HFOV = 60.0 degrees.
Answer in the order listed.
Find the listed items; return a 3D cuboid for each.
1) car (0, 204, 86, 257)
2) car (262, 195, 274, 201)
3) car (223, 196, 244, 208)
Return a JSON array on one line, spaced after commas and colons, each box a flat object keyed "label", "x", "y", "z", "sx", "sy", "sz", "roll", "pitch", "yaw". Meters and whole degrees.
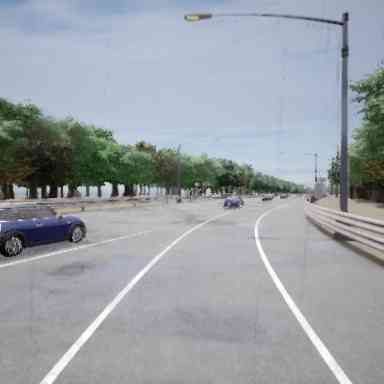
[{"label": "car", "x": -6.191, "y": 1.236, "z": 12.777, "sx": 2.097, "sy": 1.767, "sz": 4.553, "roll": 0, "pitch": 0, "yaw": 21}, {"label": "car", "x": 15.965, "y": 1.244, "z": 69.316, "sx": 1.895, "sy": 1.301, "sz": 4.718, "roll": 0, "pitch": 0, "yaw": 22}, {"label": "car", "x": 5.294, "y": 1.266, "z": 42.161, "sx": 1.812, "sy": 1.442, "sz": 4.674, "roll": 0, "pitch": 0, "yaw": 21}]
